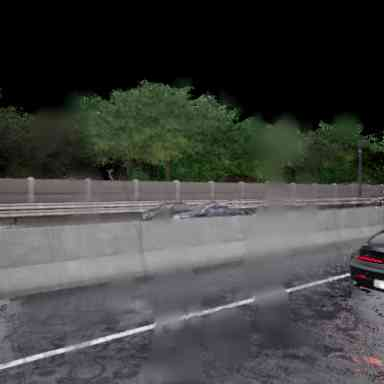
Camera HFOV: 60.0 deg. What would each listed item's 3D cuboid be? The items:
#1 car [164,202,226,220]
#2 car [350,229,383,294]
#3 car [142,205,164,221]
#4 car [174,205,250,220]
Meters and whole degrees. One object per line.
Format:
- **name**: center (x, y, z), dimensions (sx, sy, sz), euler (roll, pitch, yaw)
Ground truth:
- **car**: center (1.009, 1.469, 21.789), dimensions (4.902, 1.511, 2.128), euler (0, 0, -35)
- **car**: center (5.573, 1.495, 7.660), dimensions (4.892, 1.490, 1.837), euler (0, 0, -35)
- **car**: center (-1.404, 1.502, 24.374), dimensions (4.674, 1.442, 1.812), euler (0, 0, -35)
- **car**: center (1.674, 1.582, 17.992), dimensions (4.718, 1.301, 1.895), euler (0, 0, -35)
